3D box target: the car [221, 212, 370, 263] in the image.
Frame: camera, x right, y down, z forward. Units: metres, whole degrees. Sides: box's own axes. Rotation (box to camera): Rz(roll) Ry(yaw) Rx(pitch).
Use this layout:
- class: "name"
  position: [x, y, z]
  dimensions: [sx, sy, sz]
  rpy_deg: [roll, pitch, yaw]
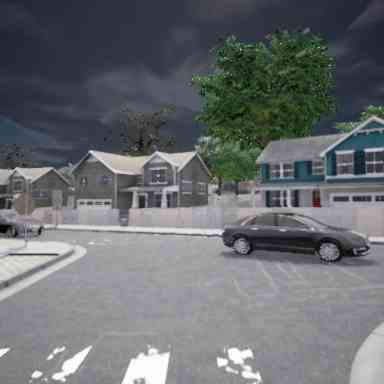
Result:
- class: "car"
  position: [3.379, 1.462, 11.491]
  dimensions: [4.892, 1.490, 1.837]
  rpy_deg: [-2, -3, 34]

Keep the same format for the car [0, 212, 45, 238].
- class: "car"
  position: [-11.392, 2.042, 21.073]
  dimensions: [4.902, 1.511, 2.128]
  rpy_deg: [-2, -3, 32]
